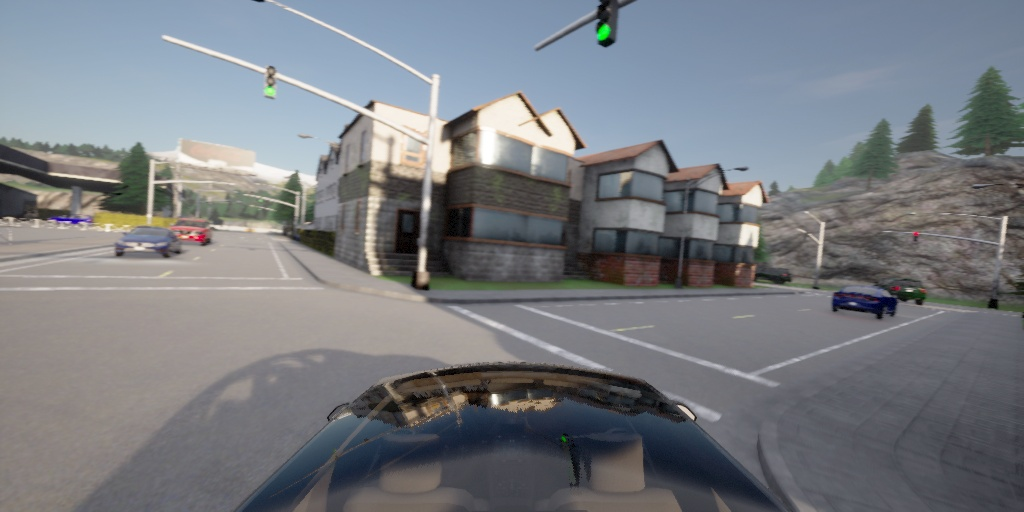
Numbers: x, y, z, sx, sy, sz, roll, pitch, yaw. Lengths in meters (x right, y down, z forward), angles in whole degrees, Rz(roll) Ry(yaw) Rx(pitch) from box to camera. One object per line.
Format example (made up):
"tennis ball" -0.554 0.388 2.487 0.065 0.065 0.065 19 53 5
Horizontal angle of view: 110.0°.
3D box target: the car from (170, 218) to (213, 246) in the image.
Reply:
"car" -25.237 -1.919 28.293 2.150 2.045 5.566 4 2 -35

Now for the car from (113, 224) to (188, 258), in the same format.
"car" -18.166 -0.761 18.140 1.812 1.442 4.674 4 2 -35

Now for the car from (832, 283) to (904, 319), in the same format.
"car" 18.824 2.333 19.079 5.008 1.535 1.882 4 2 -35

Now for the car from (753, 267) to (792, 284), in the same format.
"car" 33.691 2.481 47.610 2.150 2.045 5.566 3 2 -34

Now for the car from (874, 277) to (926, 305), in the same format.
"car" 32.962 2.895 30.738 2.150 2.045 5.566 6 2 32
